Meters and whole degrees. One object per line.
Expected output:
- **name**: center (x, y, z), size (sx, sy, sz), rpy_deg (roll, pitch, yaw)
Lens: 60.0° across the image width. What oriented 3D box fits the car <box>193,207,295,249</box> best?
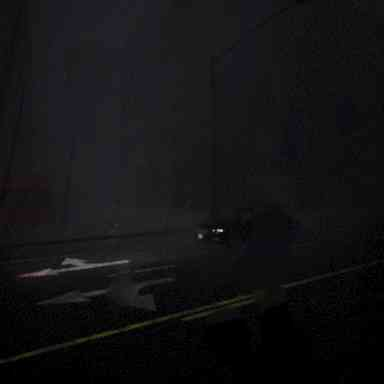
- **car**: center (2.318, 1.416, 14.229), size (4.902, 1.511, 2.128), rpy_deg (-1, 0, -35)
